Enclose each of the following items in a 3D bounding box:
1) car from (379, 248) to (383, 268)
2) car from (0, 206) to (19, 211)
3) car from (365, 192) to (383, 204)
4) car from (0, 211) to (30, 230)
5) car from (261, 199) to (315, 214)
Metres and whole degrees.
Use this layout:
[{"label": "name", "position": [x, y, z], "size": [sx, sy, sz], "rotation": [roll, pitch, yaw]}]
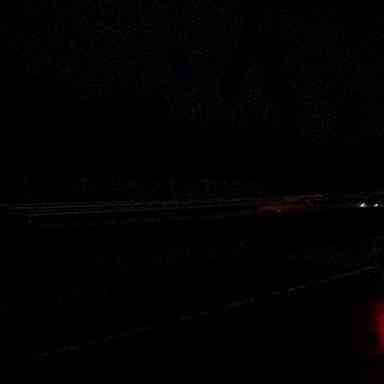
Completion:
[{"label": "car", "position": [6.918, 1.555, 8.601], "size": [4.718, 1.301, 1.895], "rotation": [-1, 0, -35]}, {"label": "car", "position": [-11.230, 1.484, 17.460], "size": [4.902, 1.511, 2.128], "rotation": [0, 0, -35]}, {"label": "car", "position": [25.947, 0.764, 46.190], "size": [5.008, 1.535, 1.882], "rotation": [-2, 1, -36]}, {"label": "car", "position": [-7.682, 1.559, 11.392], "size": [4.181, 1.385, 1.994], "rotation": [0, 0, -35]}, {"label": "car", "position": [7.616, 1.299, 26.345], "size": [5.008, 1.535, 1.882], "rotation": [-1, 1, -34]}]
